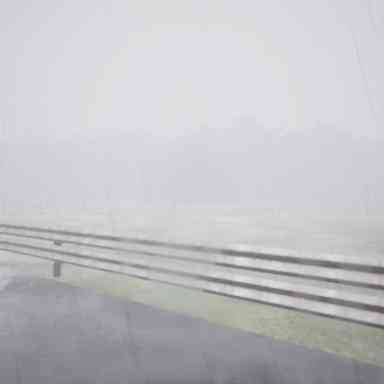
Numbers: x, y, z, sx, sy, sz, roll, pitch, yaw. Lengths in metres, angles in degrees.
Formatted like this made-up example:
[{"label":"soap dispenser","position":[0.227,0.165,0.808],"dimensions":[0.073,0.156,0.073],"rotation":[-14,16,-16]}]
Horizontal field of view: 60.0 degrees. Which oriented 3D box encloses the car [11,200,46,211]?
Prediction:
[{"label":"car","position":[-21.430,1.769,43.552],"dimensions":[4.674,1.442,1.812],"rotation":[0,0,15]}]
